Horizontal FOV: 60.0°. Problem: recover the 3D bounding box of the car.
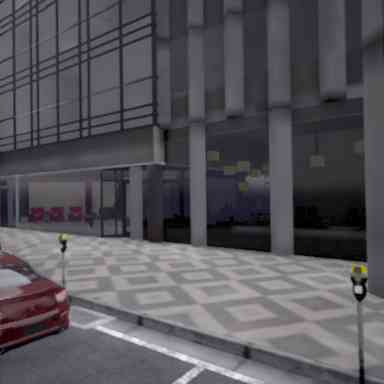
[{"bbox_3d":[-3.732,1.640,5.512,4.206,1.307,1.802,-1,-1,35],"label":"car"}]
